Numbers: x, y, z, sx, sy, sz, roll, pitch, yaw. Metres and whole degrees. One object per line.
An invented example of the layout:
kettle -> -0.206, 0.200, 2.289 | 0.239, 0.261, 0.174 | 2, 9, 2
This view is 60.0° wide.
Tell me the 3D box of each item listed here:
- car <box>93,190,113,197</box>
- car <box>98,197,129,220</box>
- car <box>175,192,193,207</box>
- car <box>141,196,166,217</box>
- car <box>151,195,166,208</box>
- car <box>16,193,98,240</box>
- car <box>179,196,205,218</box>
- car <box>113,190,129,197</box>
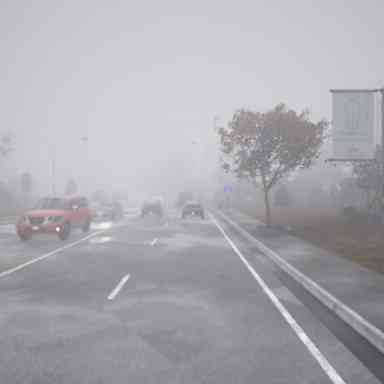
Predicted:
car -> -16.529, 0.616, 60.106 | 2.150, 2.045, 5.566 | 0, 1, -27
car -> -7.005, 1.447, 27.775 | 2.128, 1.511, 4.902 | 0, 1, 0
car -> -1.055, 0.941, 44.883 | 2.150, 2.045, 5.566 | 0, 1, -8
car -> -3.536, 1.431, 30.438 | 1.837, 1.490, 4.892 | 0, 1, -1
car -> -4.601, 1.235, 44.655 | 1.812, 1.442, 4.674 | 0, 1, -8
car -> -6.998, 1.251, 17.632 | 2.150, 2.045, 5.566 | 0, 0, 0
car -> 0.051, 1.444, 29.503 | 1.837, 1.490, 4.892 | 0, 1, -1
car -> -13.405, 0.624, 61.685 | 2.150, 2.045, 5.566 | 0, 1, -27
